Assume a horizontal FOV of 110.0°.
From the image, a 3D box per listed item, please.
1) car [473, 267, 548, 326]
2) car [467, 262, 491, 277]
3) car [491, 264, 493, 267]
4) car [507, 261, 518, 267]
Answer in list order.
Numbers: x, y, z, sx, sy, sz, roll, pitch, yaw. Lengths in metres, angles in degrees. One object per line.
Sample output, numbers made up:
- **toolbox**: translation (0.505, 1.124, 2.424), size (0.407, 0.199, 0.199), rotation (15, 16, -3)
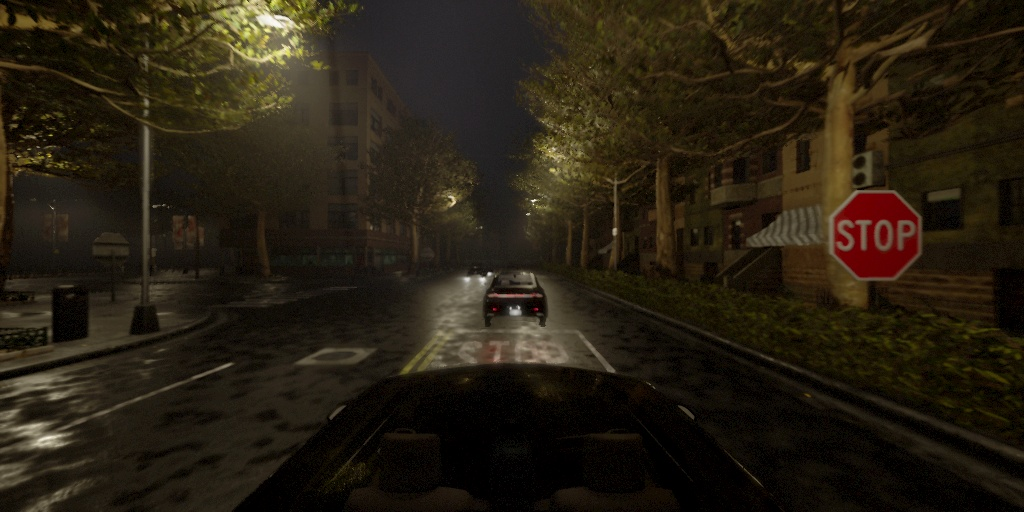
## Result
- **car**: translation (0.096, 1.286, 11.902), size (2.128, 1.511, 4.902), rotation (0, 0, 0)
- **car**: translation (-3.610, 1.411, 37.902), size (1.837, 1.490, 4.892), rotation (0, 0, 1)
- **car**: translation (-3.575, 1.516, 48.496), size (1.994, 1.385, 4.181), rotation (0, 0, 1)
- **car**: translation (0.098, 1.555, 61.326), size (2.033, 1.411, 5.357), rotation (0, 0, 0)
